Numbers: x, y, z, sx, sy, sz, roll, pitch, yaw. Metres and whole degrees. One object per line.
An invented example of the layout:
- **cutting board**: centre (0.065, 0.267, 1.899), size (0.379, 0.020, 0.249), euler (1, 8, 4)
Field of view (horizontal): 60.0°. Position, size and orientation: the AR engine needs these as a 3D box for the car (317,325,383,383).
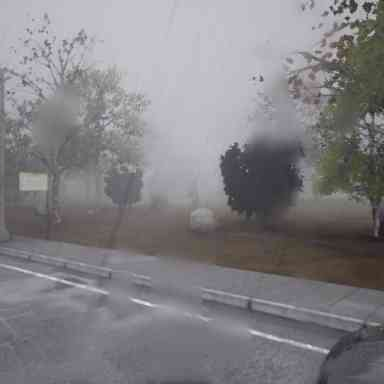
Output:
- **car**: centre (3.206, 1.506, 1.718), size (4.892, 1.490, 1.837), euler (0, 0, 35)
